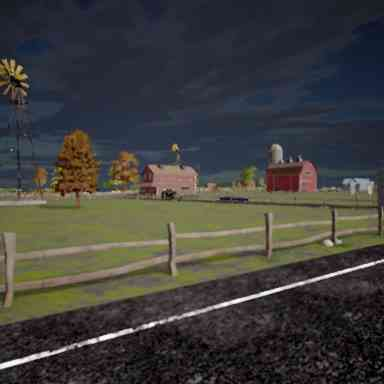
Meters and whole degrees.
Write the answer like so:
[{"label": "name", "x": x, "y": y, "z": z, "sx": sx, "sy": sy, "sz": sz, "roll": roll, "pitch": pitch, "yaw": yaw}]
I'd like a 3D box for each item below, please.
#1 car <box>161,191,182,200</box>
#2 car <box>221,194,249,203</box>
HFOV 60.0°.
[{"label": "car", "x": -4.134, "y": 0.722, "z": 66.369, "sx": 2.150, "sy": 2.045, "sz": 5.566, "roll": 0, "pitch": 0, "yaw": -35}, {"label": "car", "x": 6.620, "y": 1.009, "z": 51.070, "sx": 1.895, "sy": 1.301, "sz": 4.718, "roll": 0, "pitch": 0, "yaw": -35}]
